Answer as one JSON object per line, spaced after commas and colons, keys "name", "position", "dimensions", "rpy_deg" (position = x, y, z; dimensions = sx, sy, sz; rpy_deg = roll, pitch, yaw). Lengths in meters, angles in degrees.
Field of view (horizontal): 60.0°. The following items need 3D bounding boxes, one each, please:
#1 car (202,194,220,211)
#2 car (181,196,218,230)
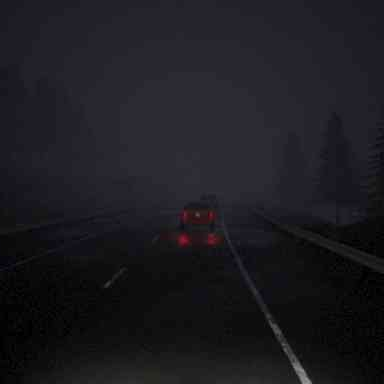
{"name": "car", "position": [2.122, 1.290, 39.686], "dimensions": [2.150, 2.045, 5.566], "rpy_deg": [0, 0, 7]}
{"name": "car", "position": [0.485, 1.390, 21.812], "dimensions": [2.097, 1.767, 4.553], "rpy_deg": [0, 0, 4]}
